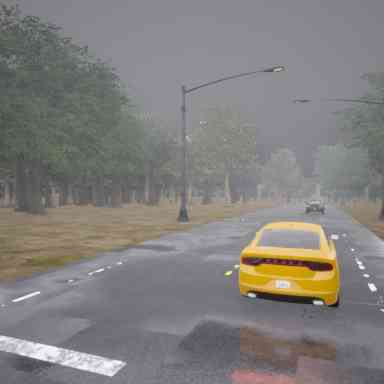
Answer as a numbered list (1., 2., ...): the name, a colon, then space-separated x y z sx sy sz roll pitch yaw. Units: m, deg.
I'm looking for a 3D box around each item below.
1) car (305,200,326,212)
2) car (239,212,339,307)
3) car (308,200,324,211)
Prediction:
1. car: 13.523 1.622 36.440 1.812 1.442 4.674 0 -1 22
2. car: 2.504 1.472 8.170 1.882 1.535 5.008 0 0 21
3. car: 17.068 1.801 45.709 2.033 1.411 5.357 0 -1 21
